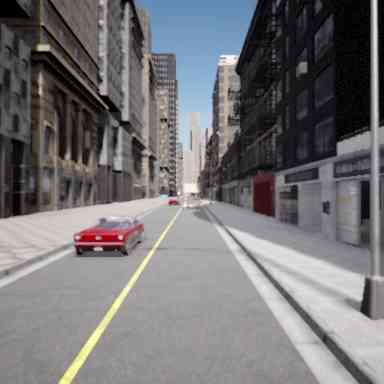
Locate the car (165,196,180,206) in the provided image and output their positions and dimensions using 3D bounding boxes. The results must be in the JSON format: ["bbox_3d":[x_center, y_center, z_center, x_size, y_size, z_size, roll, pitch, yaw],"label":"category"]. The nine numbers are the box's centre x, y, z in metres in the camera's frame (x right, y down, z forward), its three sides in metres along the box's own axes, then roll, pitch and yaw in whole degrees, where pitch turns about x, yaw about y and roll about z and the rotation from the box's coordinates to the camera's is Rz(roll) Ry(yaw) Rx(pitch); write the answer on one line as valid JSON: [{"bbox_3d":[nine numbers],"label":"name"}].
[{"bbox_3d":[-3.024,1.648,56.373,1.895,1.301,4.718,0,0,1],"label":"car"}]

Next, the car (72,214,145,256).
[{"bbox_3d":[-3.097,1.600,13.230,1.895,1.301,4.718,0,0,0],"label":"car"}]

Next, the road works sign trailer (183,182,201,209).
[{"bbox_3d":[0.016,0.492,45.014,2.380,3.560,2.880,0,0,0],"label":"road works sign trailer"}]
